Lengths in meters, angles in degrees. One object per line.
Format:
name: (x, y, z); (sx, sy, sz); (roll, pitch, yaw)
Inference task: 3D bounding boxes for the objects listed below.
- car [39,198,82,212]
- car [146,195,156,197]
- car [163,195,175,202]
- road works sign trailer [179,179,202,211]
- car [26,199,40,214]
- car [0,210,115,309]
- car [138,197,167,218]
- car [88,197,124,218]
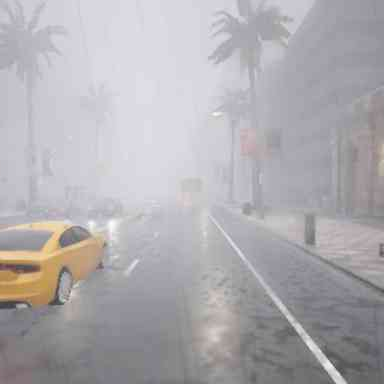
car: (-10.664, 1.415, 27.968); (1.812, 1.442, 4.674); (0, 0, 0)
car: (-8.677, 1.313, 69.255); (1.895, 1.301, 4.718); (0, 0, 14)
car: (-5.197, 1.314, 68.742); (1.895, 1.301, 4.718); (0, 0, 18)
road works sign trailer: (-0.093, 0.308, 37.819); (2.380, 3.560, 2.880); (0, 0, 0)
car: (-13.662, 1.359, 31.144); (2.231, 1.521, 4.892); (0, 0, 0)
car: (-3.429, 1.446, 7.942); (1.882, 1.535, 5.008); (0, 1, 0)
car: (-3.483, 1.410, 28.464); (1.812, 1.442, 4.674); (0, 0, 0)
car: (-7.164, 1.240, 28.079); (2.097, 1.767, 4.553); (0, 0, 0)
